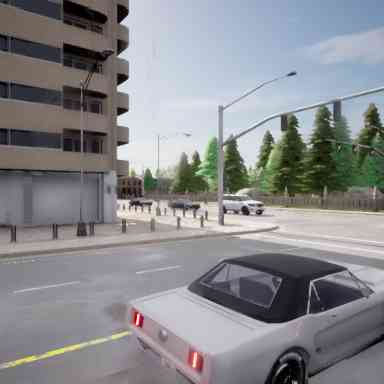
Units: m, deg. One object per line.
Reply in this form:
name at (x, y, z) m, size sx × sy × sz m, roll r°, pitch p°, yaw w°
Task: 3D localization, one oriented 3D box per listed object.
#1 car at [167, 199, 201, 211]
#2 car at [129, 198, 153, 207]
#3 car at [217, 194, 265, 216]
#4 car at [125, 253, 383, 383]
car at (-1.098, 1.603, 42.721) m, size 2.033 × 1.411 × 5.357 m, roll 0°, pitch 0°, yaw -36°
car at (-8.079, 1.603, 52.467) m, size 2.033 × 1.411 × 5.357 m, roll 0°, pitch 0°, yaw -36°
car at (4.967, 1.278, 34.293) m, size 2.150 × 2.045 × 5.566 m, roll 0°, pitch 0°, yaw -36°
car at (1.567, 1.601, 4.897) m, size 4.718 × 1.301 × 1.895 m, roll 0°, pitch 0°, yaw -35°
